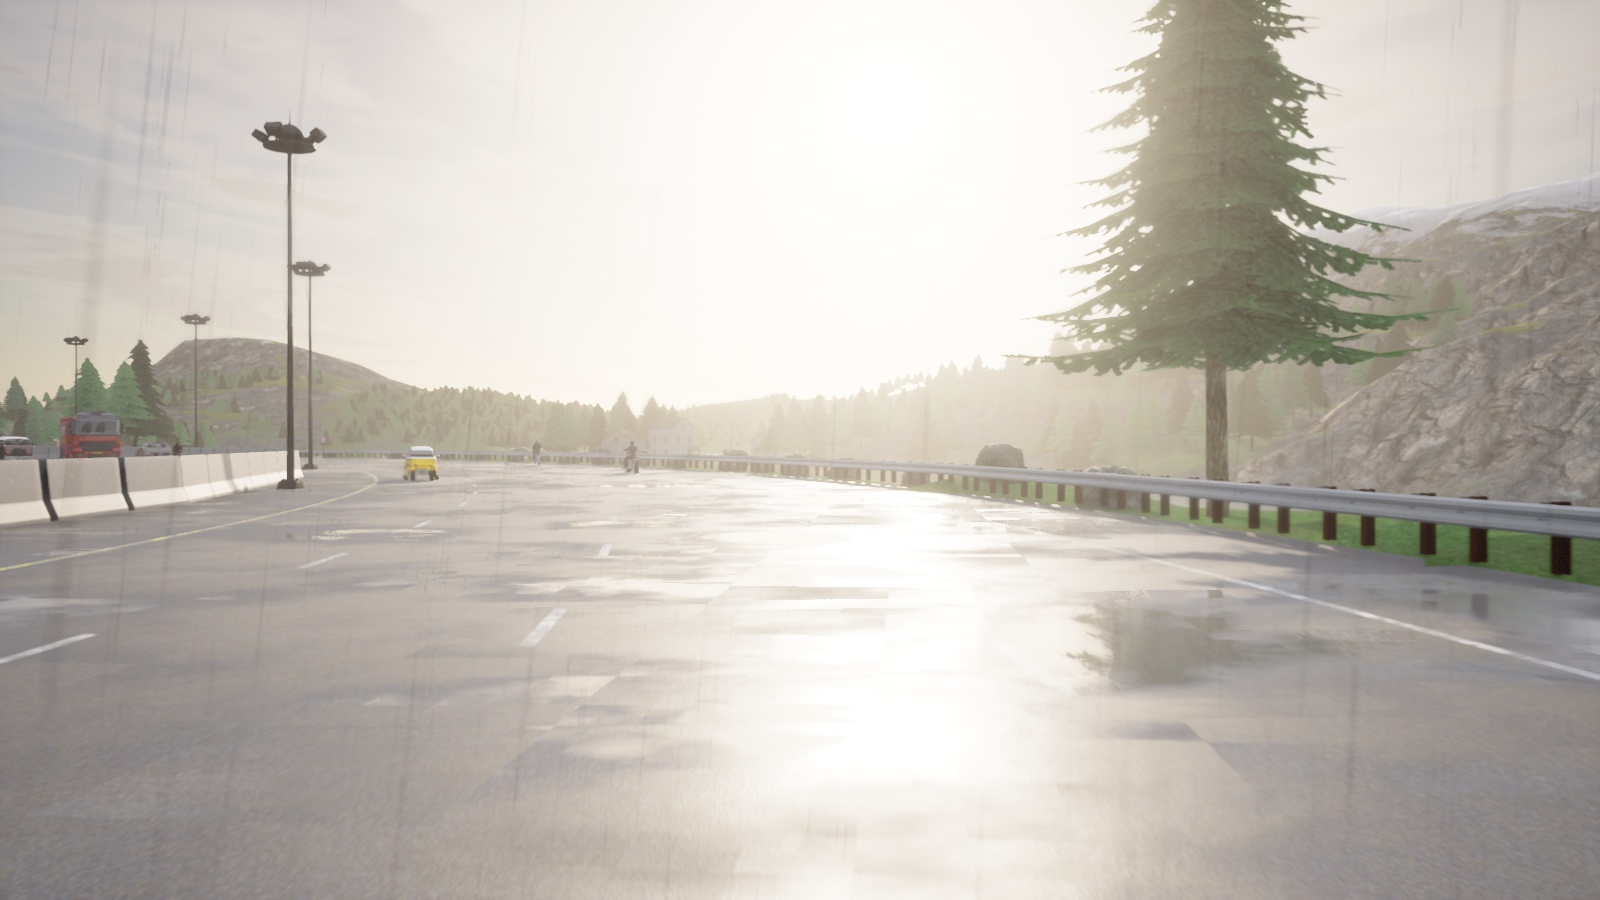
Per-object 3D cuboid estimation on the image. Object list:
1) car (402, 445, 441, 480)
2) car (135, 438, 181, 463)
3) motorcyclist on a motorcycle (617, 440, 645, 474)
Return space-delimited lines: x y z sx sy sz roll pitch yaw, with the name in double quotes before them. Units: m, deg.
"car" -15.554 0.504 51.575 1.481 1.376 2.207 0 1 -19
"car" -43.448 0.027 84.896 2.152 1.651 5.027 0 0 -34
"motorcyclist on a motorcycle" -8.487 0.338 62.917 0.766 1.649 2.350 -1 1 -23
